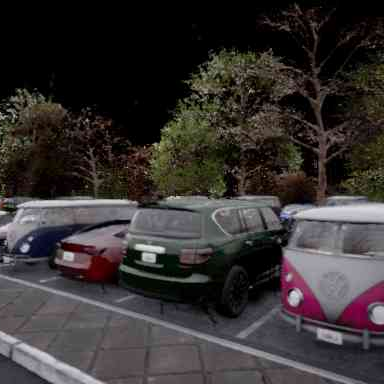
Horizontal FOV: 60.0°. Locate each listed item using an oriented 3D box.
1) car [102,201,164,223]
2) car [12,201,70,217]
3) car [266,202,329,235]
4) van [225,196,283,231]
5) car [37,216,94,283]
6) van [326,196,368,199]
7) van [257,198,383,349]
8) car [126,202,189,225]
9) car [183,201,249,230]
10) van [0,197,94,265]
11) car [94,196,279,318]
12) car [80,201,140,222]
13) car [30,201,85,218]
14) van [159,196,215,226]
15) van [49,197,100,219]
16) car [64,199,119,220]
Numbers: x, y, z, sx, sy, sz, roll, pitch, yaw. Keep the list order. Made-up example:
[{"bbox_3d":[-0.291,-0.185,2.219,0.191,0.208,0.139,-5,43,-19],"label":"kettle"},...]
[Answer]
[{"bbox_3d":[-4.826,1.606,27.905,2.097,1.535,5.008,-1,0,36],"label":"car"},{"bbox_3d":[-16.150,1.763,35.878,1.946,1.575,5.366,-1,-1,36],"label":"car"},{"bbox_3d":[6.400,1.447,19.795,2.097,1.535,5.008,-1,0,36],"label":"car"},{"bbox_3d":[4.082,1.253,21.321,1.878,1.987,4.442,-1,0,36],"label":"van"},{"bbox_3d":[-1.375,1.480,9.305,2.163,1.488,4.792,0,0,36],"label":"car"},{"bbox_3d":[8.450,1.207,18.161,1.878,1.987,4.442,0,0,36],"label":"van"},{"bbox_3d":[3.017,1.221,5.947,1.878,1.987,4.442,0,0,36],"label":"van"},{"bbox_3d":[-2.582,1.575,26.280,2.231,1.521,4.892,-1,0,36],"label":"car"},{"bbox_3d":[1.802,1.508,22.887,1.946,1.575,5.366,-1,0,36],"label":"car"},{"bbox_3d":[-3.717,1.257,10.820,1.878,1.987,4.442,-1,0,36],"label":"van"},{"bbox_3d":[0.853,1.183,7.692,2.435,2.045,5.566,0,0,36],"label":"car"},{"bbox_3d":[-7.172,1.639,29.603,2.097,1.535,5.008,-1,0,36],"label":"car"},{"bbox_3d":[-13.804,1.734,34.400,2.231,1.521,4.892,-1,0,36],"label":"car"},{"bbox_3d":[-0.268,1.317,24.758,1.878,1.987,4.442,-1,0,36],"label":"van"},{"bbox_3d":[-11.489,1.475,32.877,1.878,1.987,4.442,-1,0,36],"label":"van"},{"bbox_3d":[-9.332,1.544,31.133,2.185,1.767,4.553,-1,0,36],"label":"car"}]
